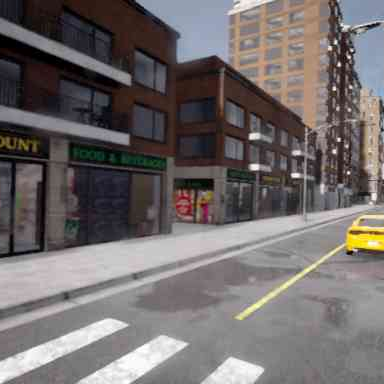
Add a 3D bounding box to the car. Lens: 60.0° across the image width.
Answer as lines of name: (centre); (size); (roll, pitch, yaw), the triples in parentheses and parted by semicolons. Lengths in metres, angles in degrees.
car: (7.618, 1.682, 13.572); (1.882, 1.535, 5.008); (1, 0, 33)
